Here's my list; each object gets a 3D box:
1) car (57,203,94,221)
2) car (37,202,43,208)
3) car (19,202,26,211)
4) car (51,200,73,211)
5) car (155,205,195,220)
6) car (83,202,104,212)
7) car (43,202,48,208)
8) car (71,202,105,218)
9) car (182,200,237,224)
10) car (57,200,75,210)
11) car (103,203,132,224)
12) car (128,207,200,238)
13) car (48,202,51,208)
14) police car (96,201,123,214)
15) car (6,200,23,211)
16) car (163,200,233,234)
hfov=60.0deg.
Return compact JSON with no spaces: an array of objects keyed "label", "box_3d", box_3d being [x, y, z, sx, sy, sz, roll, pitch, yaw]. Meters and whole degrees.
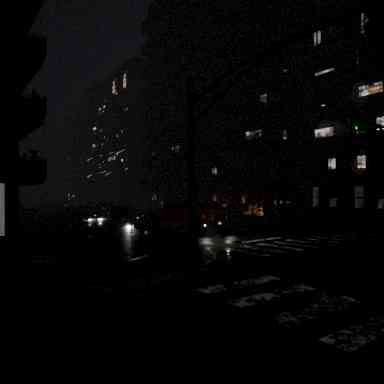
[{"label":"car","box_3d":[-11.899,2.163,33.816,1.887,1.381,4.507,-1,0,-36]},{"label":"car","box_3d":[-35.087,3.050,80.036,1.887,1.381,4.507,-1,0,-36]},{"label":"car","box_3d":[-31.840,2.770,61.332,1.887,1.381,4.507,-1,0,-36]},{"label":"car","box_3d":[-22.675,2.569,58.574,2.128,1.511,4.902,0,-1,-36]},{"label":"car","box_3d":[-1.853,2.045,34.177,1.887,1.381,4.507,-1,0,-36]},{"label":"car","box_3d":[-16.368,2.433,55.051,1.882,1.535,5.008,0,-1,-36]},{"label":"car","box_3d":[-31.763,2.973,75.450,1.947,1.339,4.313,-1,0,-36]},{"label":"car","box_3d":[-12.198,2.234,38.685,2.033,1.411,5.357,0,-1,-36]},{"label":"car","box_3d":[1.464,1.713,29.592,2.192,1.841,5.009,-1,0,-36]},{"label":"car","box_3d":[-25.122,2.524,66.278,2.192,1.841,5.009,-1,0,-36]},{"label":"car","box_3d":[-6.048,2.003,30.181,1.837,1.490,4.892,0,-1,-36]},{"label":"car","box_3d":[-1.829,1.833,19.920,1.752,1.417,4.829,-1,0,-36]},{"label":"car","box_3d":[-28.446,2.624,70.865,2.192,1.841,5.009,-1,0,-36]},{"label":"police car","box_3d":[-12.330,2.257,49.469,1.930,1.638,5.238,0,-1,-36]},{"label":"car","box_3d":[-35.169,2.640,65.917,2.192,1.841,5.009,-1,0,-36]},{"label":"car","box_3d":[0.013,1.532,21.804,2.150,2.045,5.566,0,-1,-36]}]
